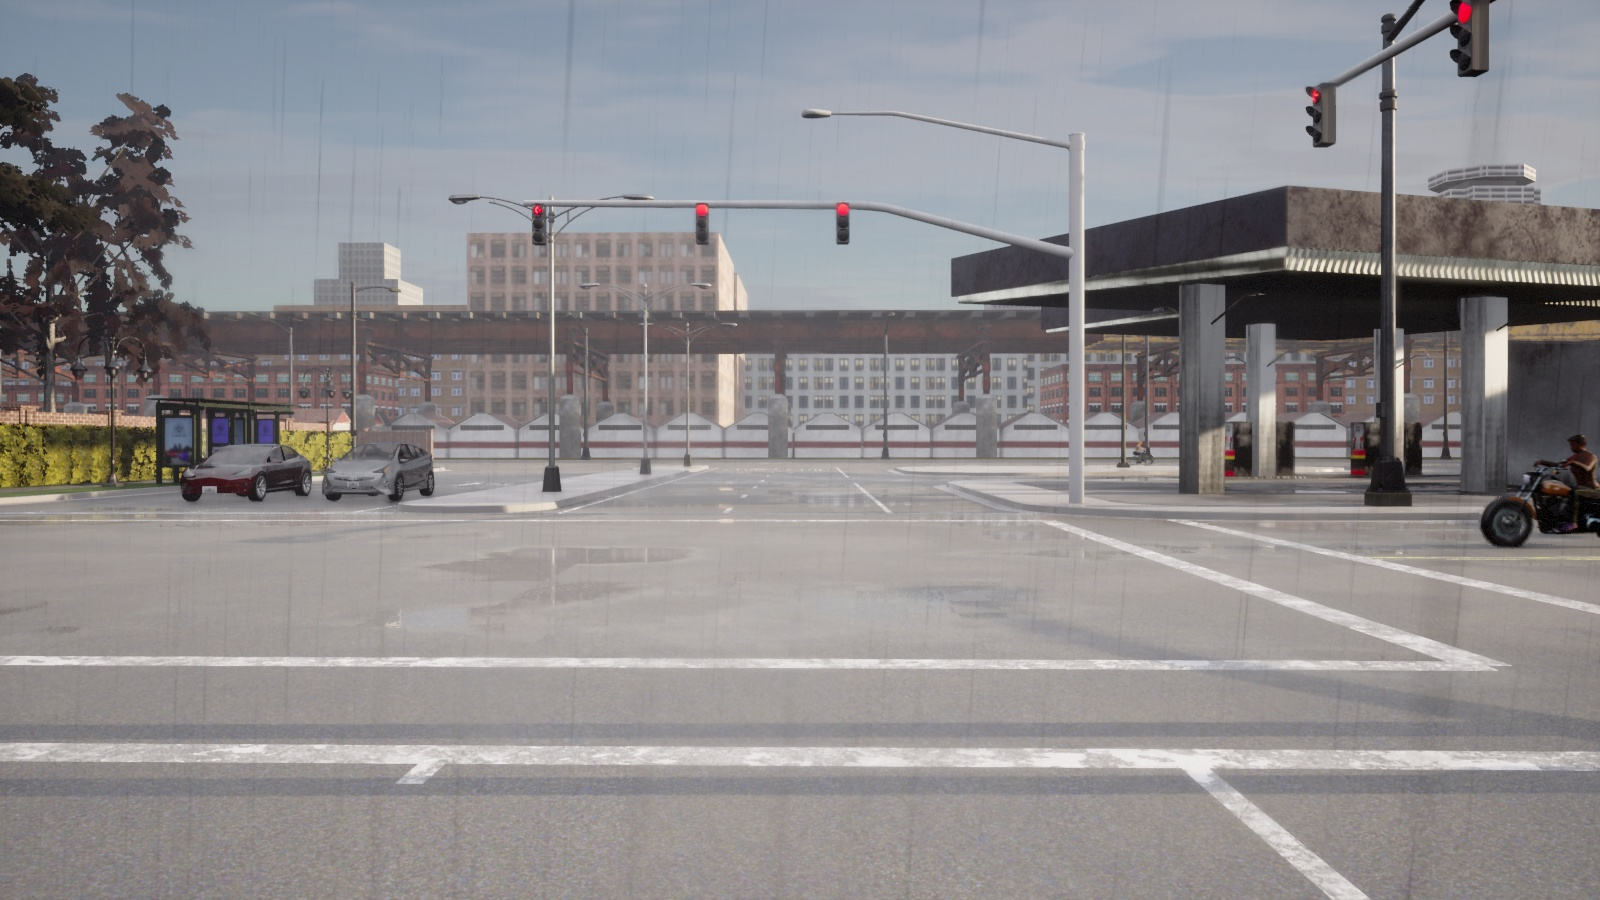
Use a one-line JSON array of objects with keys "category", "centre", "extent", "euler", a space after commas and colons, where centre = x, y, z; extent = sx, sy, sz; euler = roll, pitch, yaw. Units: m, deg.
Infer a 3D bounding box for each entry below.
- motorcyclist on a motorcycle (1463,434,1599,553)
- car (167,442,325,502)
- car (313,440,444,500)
[{"category": "motorcyclist on a motorcycle", "centre": [10.792, 0.605, 17.825], "extent": [2.350, 1.649, 0.766], "euler": [0, 0, -1]}, {"category": "car", "centre": [-14.822, 0.543, 33.925], "extent": [2.163, 1.488, 4.792], "euler": [0, 0, 0]}, {"category": "car", "centre": [-11.300, 0.492, 34.023], "extent": [2.007, 1.525, 4.514], "euler": [0, 0, 0]}]
